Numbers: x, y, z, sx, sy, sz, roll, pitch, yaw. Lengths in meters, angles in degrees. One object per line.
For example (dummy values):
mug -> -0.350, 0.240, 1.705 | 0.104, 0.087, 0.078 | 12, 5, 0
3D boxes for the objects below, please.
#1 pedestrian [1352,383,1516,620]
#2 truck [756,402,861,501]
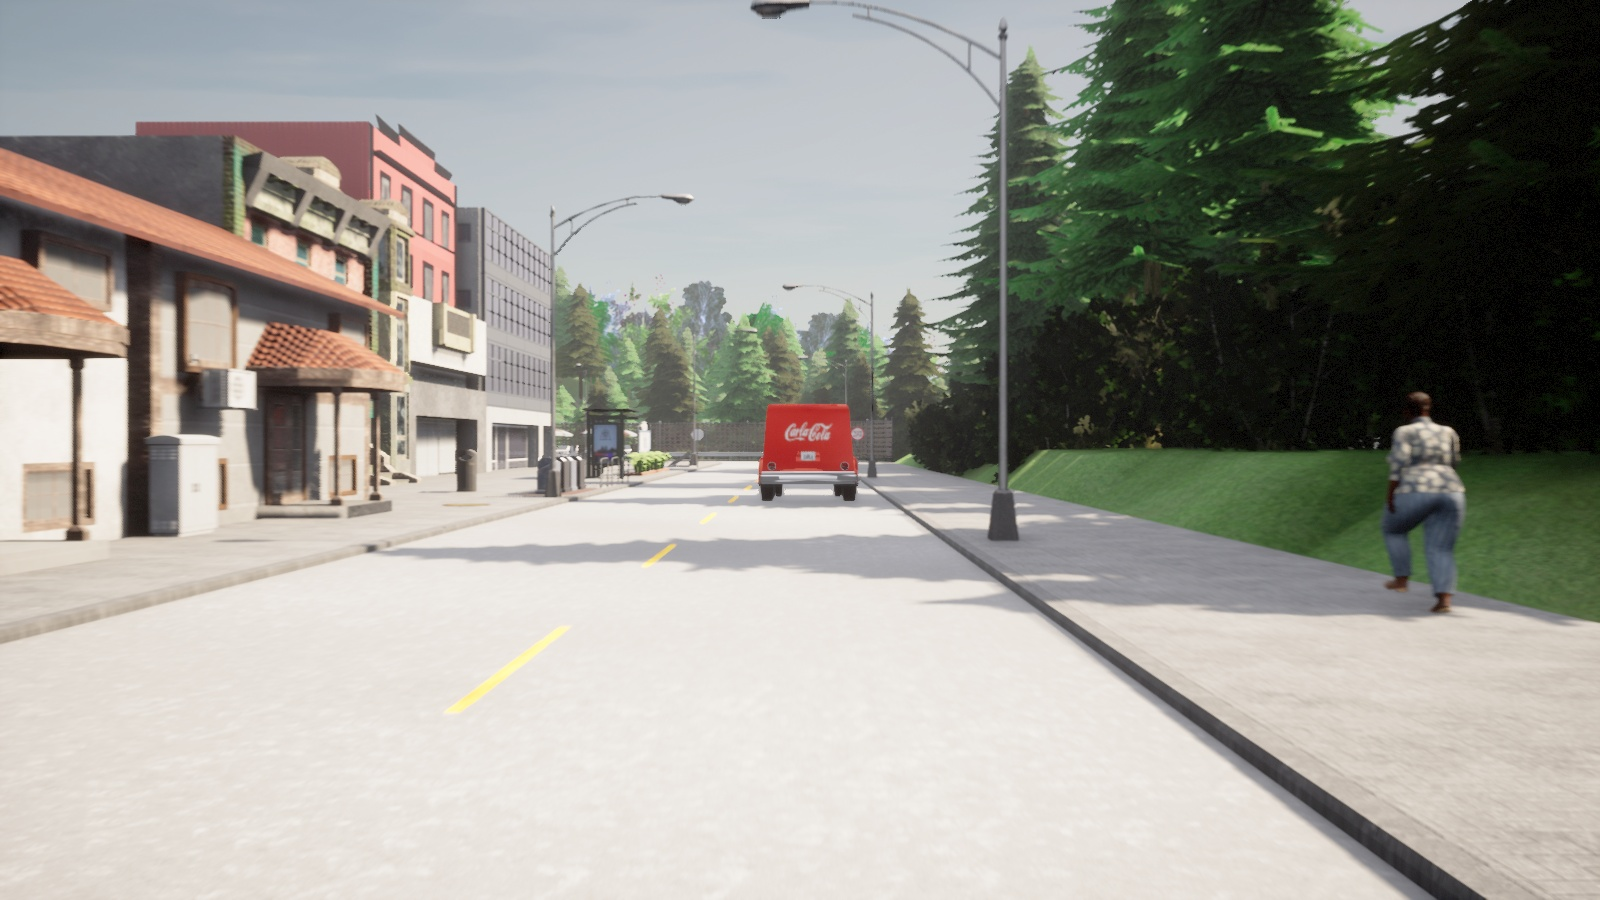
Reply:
pedestrian -> 5.157, 0.403, 10.278 | 0.874, 1.855, 0.900 | 0, 0, -1
truck -> 0.223, 0.061, 33.900 | 2.627, 2.467, 5.204 | 0, 0, 0
